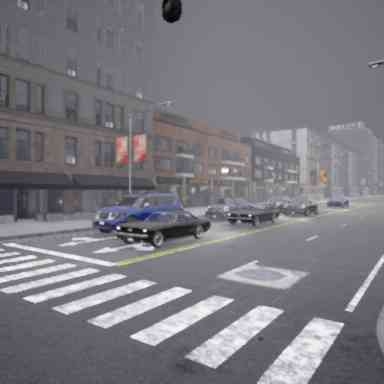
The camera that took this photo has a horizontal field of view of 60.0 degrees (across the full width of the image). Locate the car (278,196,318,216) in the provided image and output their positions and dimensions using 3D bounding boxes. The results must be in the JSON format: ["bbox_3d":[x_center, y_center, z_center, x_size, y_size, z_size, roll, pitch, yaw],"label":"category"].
[{"bbox_3d":[9.974,1.202,30.442,2.097,1.767,4.553,1,0,35],"label":"car"}]

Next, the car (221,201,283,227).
[{"bbox_3d":[4.131,1.489,22.191,1.895,1.301,4.718,1,1,35],"label":"car"}]

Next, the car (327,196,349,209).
[{"bbox_3d":[18.793,1.281,42.769,1.882,1.535,5.008,1,0,36],"label":"car"}]

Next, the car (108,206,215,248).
[{"bbox_3d":[-1.154,1.525,14.701,1.895,1.301,4.718,1,1,35],"label":"car"}]

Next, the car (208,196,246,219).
[{"bbox_3d":[2.905,1.206,26.076,2.097,1.767,4.553,1,1,35],"label":"car"}]

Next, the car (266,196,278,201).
[{"bbox_3d":[8.833,1.169,34.443,2.097,1.767,4.553,1,0,35],"label":"car"}]

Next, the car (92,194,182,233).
[{"bbox_3d":[-2.719,1.114,18.126,2.150,2.045,5.566,1,1,35],"label":"car"}]
